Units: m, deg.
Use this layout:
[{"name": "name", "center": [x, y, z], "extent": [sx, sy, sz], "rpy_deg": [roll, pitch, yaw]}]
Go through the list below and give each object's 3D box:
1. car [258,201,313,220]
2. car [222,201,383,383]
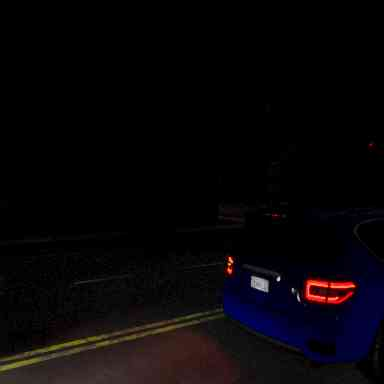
[{"name": "car", "center": [8.039, 1.526, 28.986], "extent": [1.812, 1.442, 4.674], "rpy_deg": [0, 0, -31]}, {"name": "car", "center": [3.083, 1.221, 5.546], "extent": [5.566, 2.045, 2.150], "rpy_deg": [0, 0, -33]}]
